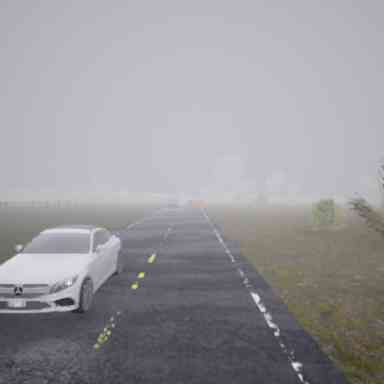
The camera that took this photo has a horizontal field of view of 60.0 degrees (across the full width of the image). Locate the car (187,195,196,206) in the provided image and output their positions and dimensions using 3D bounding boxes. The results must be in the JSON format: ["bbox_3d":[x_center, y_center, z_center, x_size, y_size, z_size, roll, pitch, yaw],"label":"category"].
[{"bbox_3d":[0.010,1.858,63.939,1.812,1.442,4.674,0,0,0],"label":"car"}]

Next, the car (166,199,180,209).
[{"bbox_3d":[-2.805,1.794,50.480,2.033,1.411,5.357,0,0,1],"label":"car"}]

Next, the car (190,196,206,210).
[{"bbox_3d":[0.970,1.675,46.316,1.801,1.575,5.366,0,0,0],"label":"car"}]

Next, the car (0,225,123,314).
[{"bbox_3d":[-2.850,1.545,7.752,1.812,1.442,4.674,0,0,0],"label":"car"}]
